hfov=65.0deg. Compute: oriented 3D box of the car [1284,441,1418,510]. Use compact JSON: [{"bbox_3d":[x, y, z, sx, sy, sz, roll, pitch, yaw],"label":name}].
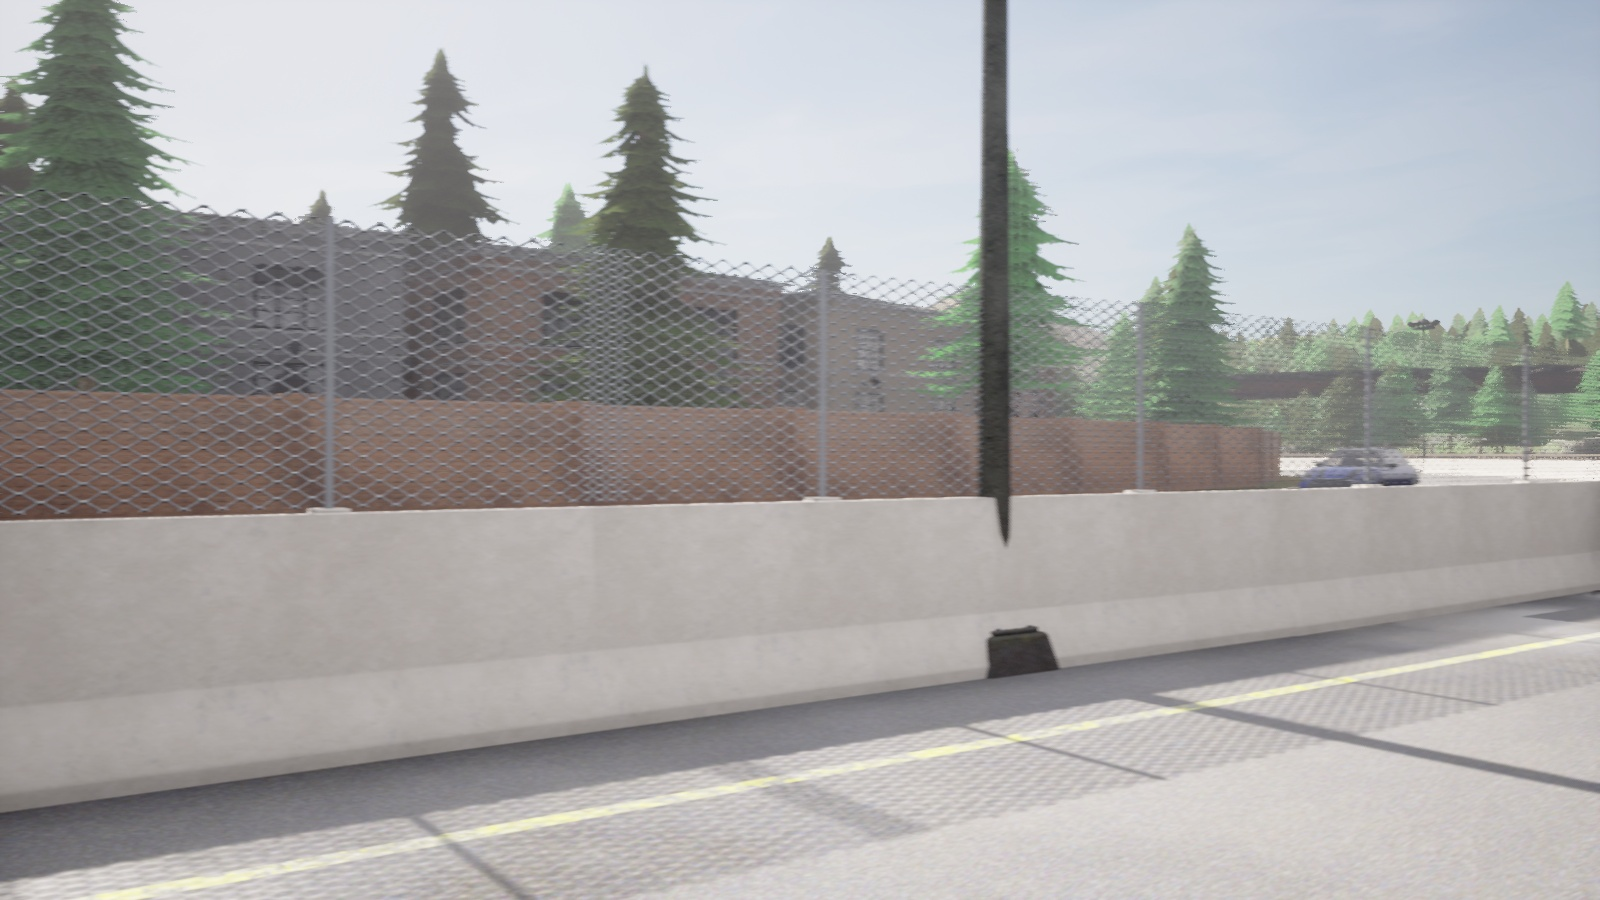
[{"bbox_3d":[15.108,0.657,34.301,2.097,1.767,4.553,0,0,41],"label":"car"}]
